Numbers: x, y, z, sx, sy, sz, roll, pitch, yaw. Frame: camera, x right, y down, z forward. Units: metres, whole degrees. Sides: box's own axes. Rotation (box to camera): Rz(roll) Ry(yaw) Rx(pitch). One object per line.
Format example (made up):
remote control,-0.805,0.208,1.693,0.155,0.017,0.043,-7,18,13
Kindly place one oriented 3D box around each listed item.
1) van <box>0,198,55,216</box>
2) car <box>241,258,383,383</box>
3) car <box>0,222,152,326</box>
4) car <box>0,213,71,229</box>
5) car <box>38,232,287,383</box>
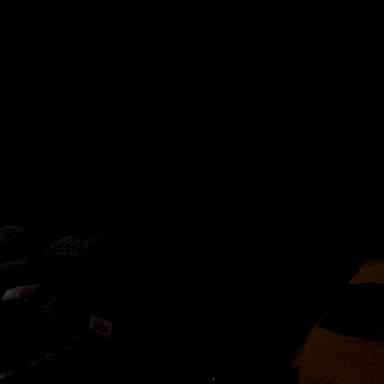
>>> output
van,-6.556,1.206,10.254,1.878,1.987,4.442,0,1,35
car,2.724,1.477,4.045,1.946,1.575,5.366,0,0,35
car,-2.032,1.506,7.199,2.002,1.452,4.674,0,0,35
car,-4.303,1.488,8.812,2.002,1.452,4.674,0,0,35
car,0.357,1.508,5.534,2.163,1.488,4.792,0,0,35
